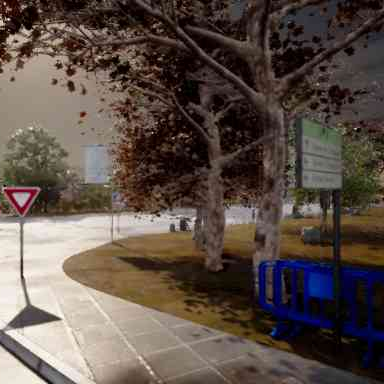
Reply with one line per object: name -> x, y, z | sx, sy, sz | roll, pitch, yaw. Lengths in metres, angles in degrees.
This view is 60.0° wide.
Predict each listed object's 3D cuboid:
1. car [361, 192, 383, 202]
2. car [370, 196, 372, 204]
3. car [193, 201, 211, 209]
car -> 35.360, 0.884, 65.138 | 4.553, 1.767, 2.097 | -2, 1, -37
car -> 29.799, 1.428, 56.582 | 5.357, 1.411, 2.033 | -2, 1, -36
car -> 2.792, 2.233, 55.990 | 5.357, 1.411, 2.033 | -2, 1, -37
